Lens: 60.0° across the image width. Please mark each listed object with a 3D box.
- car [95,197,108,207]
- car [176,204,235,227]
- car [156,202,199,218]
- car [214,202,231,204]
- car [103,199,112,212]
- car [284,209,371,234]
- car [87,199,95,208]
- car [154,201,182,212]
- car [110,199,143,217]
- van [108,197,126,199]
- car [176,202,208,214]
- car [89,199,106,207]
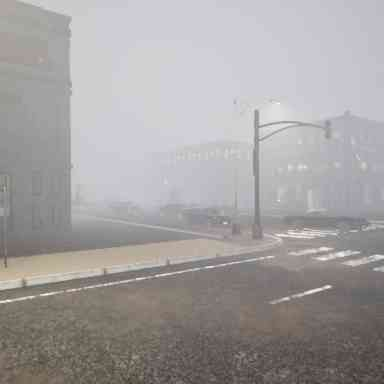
[{"bbox_3d":[-16.198,1.940,63.609,2.192,1.841,5.009,-1,0,-36],"label":"car"},{"bbox_3d":[1.035,1.814,24.850,1.947,1.339,4.313,-2,0,-36],"label":"car"},{"bbox_3d":[-1.406,1.791,32.948,1.882,1.535,5.008,-1,0,-36],"label":"car"},{"bbox_3d":[3.105,1.809,36.580,2.008,1.369,4.403,-2,0,-36],"label":"car"},{"bbox_3d":[-9.912,2.003,44.899,1.812,1.442,4.674,-1,0,-35],"label":"car"},{"bbox_3d":[8.090,1.702,20.192,1.895,1.301,4.718,0,-1,-40],"label":"car"},{"bbox_3d":[-19.223,2.159,63.414,2.128,1.511,4.902,-1,0,-36],"label":"car"},{"bbox_3d":[-3.326,1.966,45.590,1.802,1.307,4.206,-2,0,-36],"label":"car"},{"bbox_3d":[-6.933,1.846,36.214,1.967,1.590,4.097,-1,0,-36],"label":"car"},{"bbox_3d":[-12.981,1.907,59.104,1.690,1.788,3.998,-1,0,-36],"label":"van"},{"bbox_3d":[-0.110,1.904,41.086,1.802,1.307,4.206,-2,0,-36],"label":"car"},{"bbox_3d":[-19.408,2.228,68.114,1.887,1.381,4.507,-1,0,-36],"label":"car"}]
